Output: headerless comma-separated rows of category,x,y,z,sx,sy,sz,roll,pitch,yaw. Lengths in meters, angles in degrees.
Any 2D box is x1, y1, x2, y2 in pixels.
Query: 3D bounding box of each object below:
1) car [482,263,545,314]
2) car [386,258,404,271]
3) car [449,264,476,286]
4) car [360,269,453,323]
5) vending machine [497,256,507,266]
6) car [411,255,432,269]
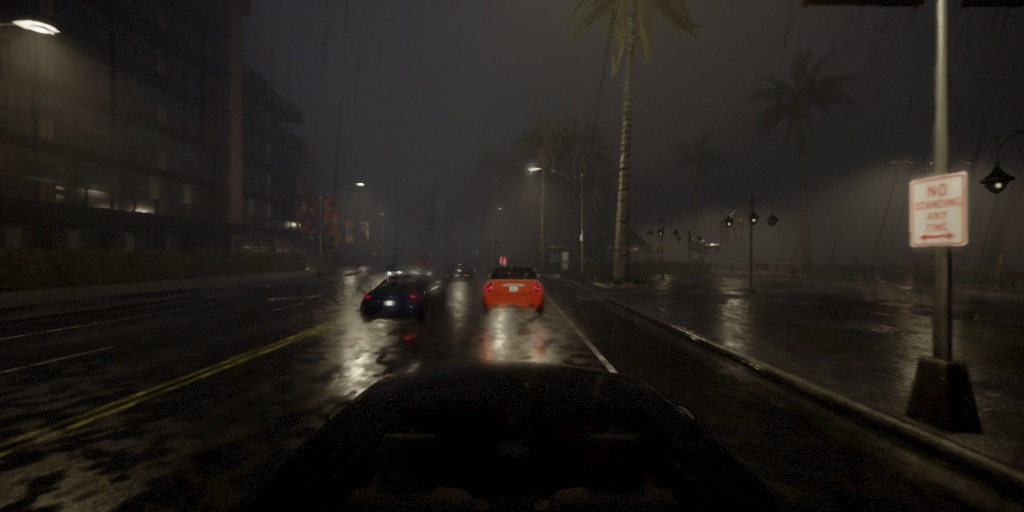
car,0.070,1.093,13.782,2.097,1.767,4.553,0,0,0
car,-14.825,1.285,45.428,1.994,1.385,4.181,0,0,-21
car,-3.636,1.282,25.365,2.033,1.411,5.357,0,0,-3
car,-3.439,1.306,12.129,1.994,1.385,4.181,0,0,0
vending machine,-1.454,0.906,60.260,1.100,2.100,0.880,0,0,-26
car,-12.389,0.943,48.918,2.150,2.045,5.566,0,0,-22
